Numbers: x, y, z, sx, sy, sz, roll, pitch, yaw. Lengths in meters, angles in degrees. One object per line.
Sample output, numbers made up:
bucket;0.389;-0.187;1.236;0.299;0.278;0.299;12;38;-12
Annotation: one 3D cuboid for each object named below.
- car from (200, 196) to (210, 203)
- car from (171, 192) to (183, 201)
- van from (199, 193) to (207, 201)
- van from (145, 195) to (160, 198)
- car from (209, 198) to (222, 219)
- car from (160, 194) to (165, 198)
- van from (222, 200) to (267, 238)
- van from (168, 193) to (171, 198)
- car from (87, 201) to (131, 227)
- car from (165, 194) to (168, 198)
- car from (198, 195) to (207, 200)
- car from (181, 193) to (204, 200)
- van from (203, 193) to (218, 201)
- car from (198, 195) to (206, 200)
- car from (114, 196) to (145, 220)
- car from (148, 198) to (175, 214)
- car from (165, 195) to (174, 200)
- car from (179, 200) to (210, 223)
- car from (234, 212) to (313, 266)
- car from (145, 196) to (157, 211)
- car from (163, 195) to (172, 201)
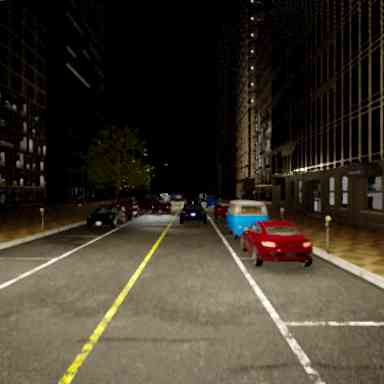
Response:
car;2.665;1.471;67.824;1.947;1.339;4.313;0;0;0
car;-3.030;0.986;76.024;2.150;2.045;5.566;0;0;0
van;2.661;1.217;79.160;1.690;1.788;3.998;0;0;0
van;-5.708;1.288;45.145;1.690;1.788;3.998;0;0;0
car;2.679;1.514;28.144;1.887;1.381;4.507;0;0;0
car;-5.710;1.379;50.814;1.967;1.590;4.097;0;0;0
van;2.683;1.324;16.808;1.690;1.788;3.998;0;0;0
van;-5.715;1.246;67.820;1.690;1.788;3.998;0;0;0
car;-5.699;1.542;22.473;1.947;1.339;4.313;0;0;0
car;-5.712;1.369;56.481;1.967;1.590;4.097;0;0;0
car;2.659;1.426;84.829;1.947;1.339;4.313;0;0;0
car;0.083;1.303;42.342;2.097;1.767;4.553;0;0;0
van;2.673;1.288;45.148;1.690;1.788;3.998;0;0;0
car;2.657;1.410;90.498;1.947;1.339;4.313;0;0;0
car;-5.702;1.284;28.140;2.192;1.841;5.009;0;0;0
car;-3.111;1.562;34.722;1.895;1.301;4.718;0;0;0
car;-5.722;1.411;84.825;2.008;1.369;4.403;0;0;0
car;0.090;1.537;25.140;1.994;1.385;4.181;0;0;0
car;2.685;1.572;11.140;1.802;1.307;4.206;0;0;0
car;-5.706;1.500;39.476;1.887;1.381;4.507;0;0;0
car;-5.720;1.402;78.988;1.752;1.417;4.829;0;0;0
